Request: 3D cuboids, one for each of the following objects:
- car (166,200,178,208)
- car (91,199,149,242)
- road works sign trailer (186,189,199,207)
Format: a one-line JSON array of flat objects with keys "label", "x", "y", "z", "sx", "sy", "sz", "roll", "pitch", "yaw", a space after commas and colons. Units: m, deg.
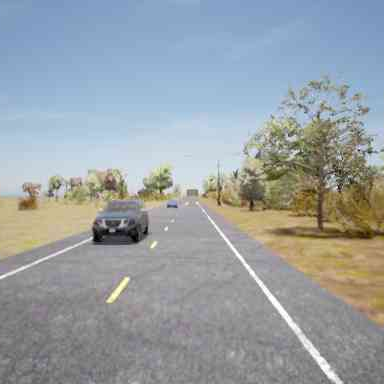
[{"label": "car", "x": -3.537, "y": 2.100, "z": 59.754, "sx": 1.882, "sy": 1.535, "sz": 5.008, "roll": 0, "pitch": 0, "yaw": 1}, {"label": "car", "x": -3.599, "y": 1.420, "z": 17.777, "sx": 2.150, "sy": 2.045, "sz": 5.566, "roll": 0, "pitch": -1, "yaw": 0}, {"label": "road works sign trailer", "x": 0.014, "y": 1.168, "z": 68.503, "sx": 2.380, "sy": 3.560, "sz": 2.880, "roll": 0, "pitch": -1, "yaw": 0}]
